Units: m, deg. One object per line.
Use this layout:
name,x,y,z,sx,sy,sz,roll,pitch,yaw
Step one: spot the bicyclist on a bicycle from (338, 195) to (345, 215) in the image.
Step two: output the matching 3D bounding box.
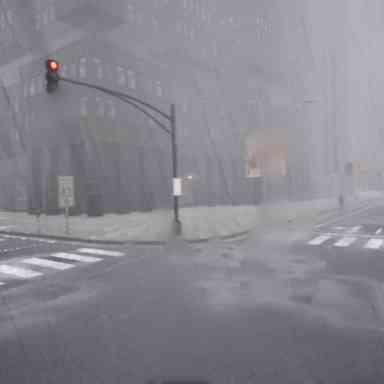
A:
bicyclist on a bicycle,12.482,1.070,27.797,0.582,1.620,1.656,-1,1,35
